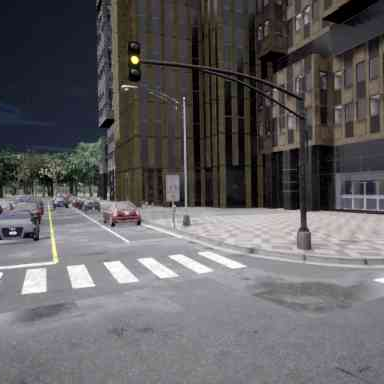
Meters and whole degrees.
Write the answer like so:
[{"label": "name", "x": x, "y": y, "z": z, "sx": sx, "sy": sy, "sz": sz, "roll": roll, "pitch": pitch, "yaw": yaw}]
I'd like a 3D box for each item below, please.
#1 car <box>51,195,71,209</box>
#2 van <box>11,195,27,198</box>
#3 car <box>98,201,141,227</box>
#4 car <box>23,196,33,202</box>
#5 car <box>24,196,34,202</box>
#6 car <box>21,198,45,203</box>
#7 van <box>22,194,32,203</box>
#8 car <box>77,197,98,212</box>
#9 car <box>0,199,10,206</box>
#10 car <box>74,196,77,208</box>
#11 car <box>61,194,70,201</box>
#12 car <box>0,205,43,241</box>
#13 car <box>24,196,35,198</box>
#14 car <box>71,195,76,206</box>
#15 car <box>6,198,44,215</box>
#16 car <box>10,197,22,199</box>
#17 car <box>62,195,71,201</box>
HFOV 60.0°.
[{"label": "car", "x": -17.939, "y": 1.499, "z": 45.450, "sx": 1.812, "sy": 1.442, "sz": 4.674, "roll": -1, "pitch": 0, "yaw": -24}, {"label": "van", "x": -25.649, "y": 1.436, "z": 48.694, "sx": 1.690, "sy": 1.788, "sz": 3.998, "roll": -1, "pitch": 1, "yaw": -24}, {"label": "car", "x": -4.775, "y": 1.352, "z": 22.210, "sx": 1.967, "sy": 1.590, "sz": 4.097, "roll": -1, "pitch": 1, "yaw": -24}, {"label": "car", "x": -38.638, "y": 1.637, "z": 78.437, "sx": 1.752, "sy": 1.417, "sz": 4.829, "roll": -1, "pitch": 1, "yaw": -24}, {"label": "car", "x": -40.882, "y": 1.682, "z": 83.575, "sx": 1.947, "sy": 1.339, "sz": 4.313, "roll": -1, "pitch": 1, "yaw": -24}, {"label": "car", "x": -16.024, "y": 1.597, "z": 33.521, "sx": 1.994, "sy": 1.385, "sz": 4.181, "roll": -1, "pitch": 1, "yaw": -23}, {"label": "van", "x": -36.533, "y": 1.449, "z": 73.608, "sx": 1.690, "sy": 1.788, "sz": 3.998, "roll": -1, "pitch": 1, "yaw": -24}, {"label": "car", "x": -11.303, "y": 1.465, "z": 37.159, "sx": 2.008, "sy": 1.369, "sz": 4.403, "roll": -1, "pitch": 1, "yaw": -24}, {"label": "car", "x": -14.765, "y": 1.403, "z": 23.779, "sx": 2.192, "sy": 1.841, "sz": 5.009, "roll": -1, "pitch": 1, "yaw": -24}, {"label": "car", "x": -13.480, "y": 1.460, "z": 42.142, "sx": 1.887, "sy": 1.381, "sz": 4.507, "roll": -1, "pitch": 1, "yaw": -24}, {"label": "car", "x": -33.074, "y": 1.380, "z": 86.986, "sx": 1.967, "sy": 1.590, "sz": 4.097, "roll": -1, "pitch": 1, "yaw": -24}, {"label": "car", "x": -8.537, "y": 1.596, "z": 16.200, "sx": 1.994, "sy": 1.385, "sz": 4.181, "roll": -1, "pitch": 1, "yaw": -24}, {"label": "car", "x": -20.144, "y": 1.583, "z": 43.004, "sx": 2.033, "sy": 1.411, "sz": 5.357, "roll": -1, "pitch": 0, "yaw": -24}, {"label": "car", "x": -15.657, "y": 1.461, "z": 47.125, "sx": 1.887, "sy": 1.381, "sz": 4.507, "roll": -1, "pitch": 1, "yaw": -24}, {"label": "car", "x": -12.142, "y": 1.511, "z": 24.475, "sx": 1.882, "sy": 1.535, "sz": 5.008, "roll": -1, "pitch": 1, "yaw": -23}, {"label": "car", "x": -21.223, "y": 1.617, "z": 38.574, "sx": 1.752, "sy": 1.417, "sz": 4.829, "roll": -1, "pitch": 1, "yaw": -24}, {"label": "car", "x": -30.895, "y": 1.480, "z": 82.005, "sx": 1.887, "sy": 1.381, "sz": 4.507, "roll": -1, "pitch": 1, "yaw": -24}]
